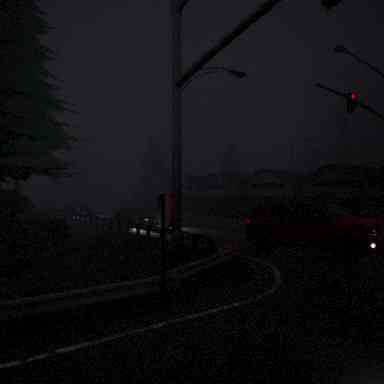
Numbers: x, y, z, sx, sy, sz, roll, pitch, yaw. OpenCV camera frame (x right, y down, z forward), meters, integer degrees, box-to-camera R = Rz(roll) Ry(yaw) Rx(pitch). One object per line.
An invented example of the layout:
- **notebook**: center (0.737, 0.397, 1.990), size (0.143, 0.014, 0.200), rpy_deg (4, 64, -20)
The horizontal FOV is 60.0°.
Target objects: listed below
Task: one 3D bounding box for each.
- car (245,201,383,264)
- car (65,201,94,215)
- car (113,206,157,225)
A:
- **car**: center (4.594, 1.344, 12.740), size (2.150, 2.045, 5.566), rpy_deg (0, -3, -41)
- **car**: center (-12.402, 1.738, 36.381), size (2.033, 1.411, 5.357), rpy_deg (0, 0, -34)
- **car**: center (-4.302, 1.755, 24.852), size (1.994, 1.385, 4.181), rpy_deg (0, 0, -35)
